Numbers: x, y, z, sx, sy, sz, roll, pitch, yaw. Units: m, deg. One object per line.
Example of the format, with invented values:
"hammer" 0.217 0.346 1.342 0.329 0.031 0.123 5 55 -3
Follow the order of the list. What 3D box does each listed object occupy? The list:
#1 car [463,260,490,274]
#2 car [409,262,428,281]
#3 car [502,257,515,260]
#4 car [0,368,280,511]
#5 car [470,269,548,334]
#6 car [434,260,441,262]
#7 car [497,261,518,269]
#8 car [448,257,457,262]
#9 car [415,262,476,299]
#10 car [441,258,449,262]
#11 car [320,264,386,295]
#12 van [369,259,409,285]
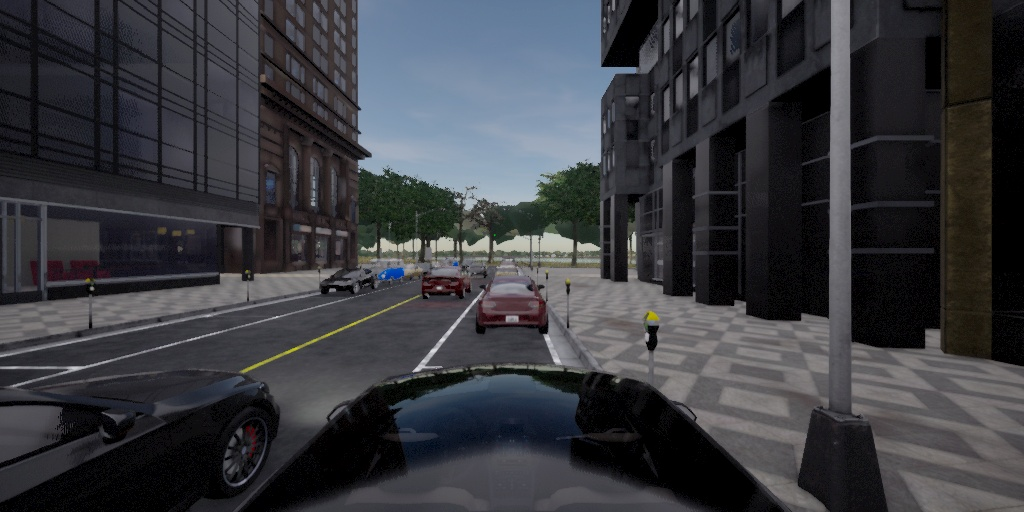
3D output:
"car" -3.145 1.251 32.995 2.128 1.511 4.902 0 0 0
"car" -8.908 1.279 30.691 1.751 1.417 4.829 0 0 0
"car" -0.383 1.196 36.298 1.967 1.591 4.097 0 0 0
"car" -3.145 1.275 1.500 1.812 1.442 4.674 0 0 0
"car" 0.003 1.275 10.500 1.812 1.442 4.674 0 0 0
"car" -8.908 1.322 36.298 1.948 1.339 4.313 0 0 0
"car" -0.383 1.277 25.593 1.751 1.417 4.829 0 0 0
"car" -8.908 1.201 47.173 1.967 1.591 4.097 0 0 0
"car" -3.145 1.236 17.995 1.882 1.535 5.008 0 0 0
"car" -8.908 1.284 41.566 1.751 1.417 4.829 0 0 0
"car" -8.908 1.317 19.986 1.948 1.339 4.313 0 0 0
"van" -8.908 1.093 25.423 1.690 1.789 3.998 0 0 0
